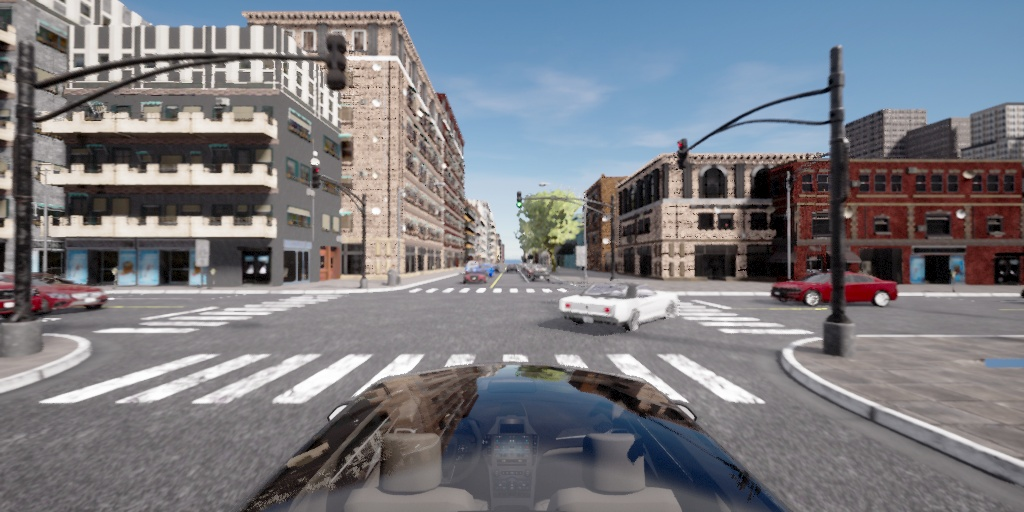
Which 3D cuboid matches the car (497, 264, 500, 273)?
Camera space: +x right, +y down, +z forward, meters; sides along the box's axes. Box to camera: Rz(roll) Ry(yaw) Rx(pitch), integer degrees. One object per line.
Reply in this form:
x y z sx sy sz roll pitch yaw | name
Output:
-3.043 1.952 58.745 2.128 1.511 4.902 0 -1 0 | car

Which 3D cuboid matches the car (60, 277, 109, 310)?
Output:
-17.798 1.348 13.147 4.674 1.442 1.812 0 -1 0 | car

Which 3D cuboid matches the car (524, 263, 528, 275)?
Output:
2.680 1.656 39.974 1.967 1.591 4.097 0 0 0 | car

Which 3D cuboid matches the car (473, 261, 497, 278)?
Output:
-3.093 1.715 41.673 1.882 1.535 5.008 0 -1 0 | car

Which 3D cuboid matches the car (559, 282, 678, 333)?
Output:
3.601 1.464 11.392 1.895 1.301 4.718 0 -1 43 | car

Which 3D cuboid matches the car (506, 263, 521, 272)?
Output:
-0.017 2.034 60.636 2.033 1.411 5.357 0 -1 0 | car

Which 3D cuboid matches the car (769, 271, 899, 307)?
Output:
14.739 1.469 16.589 5.008 1.535 1.882 0 -1 0 | car

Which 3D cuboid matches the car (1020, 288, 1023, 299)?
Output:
26.925 1.554 16.676 4.892 1.490 1.837 0 -1 0 | car

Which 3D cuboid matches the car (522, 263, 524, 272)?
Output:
2.678 1.729 45.669 1.967 1.591 4.097 0 0 0 | car

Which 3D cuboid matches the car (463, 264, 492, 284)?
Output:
-3.091 1.668 31.229 1.994 1.385 4.181 0 -1 0 | car

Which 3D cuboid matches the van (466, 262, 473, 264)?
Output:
-5.705 1.703 51.365 1.690 1.789 3.998 0 0 0 | van

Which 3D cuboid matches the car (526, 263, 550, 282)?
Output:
2.681 1.694 34.277 2.007 1.370 4.403 0 0 0 | car

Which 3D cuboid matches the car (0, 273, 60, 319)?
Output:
-17.279 1.110 10.555 5.009 1.841 2.192 0 0 0 | car
